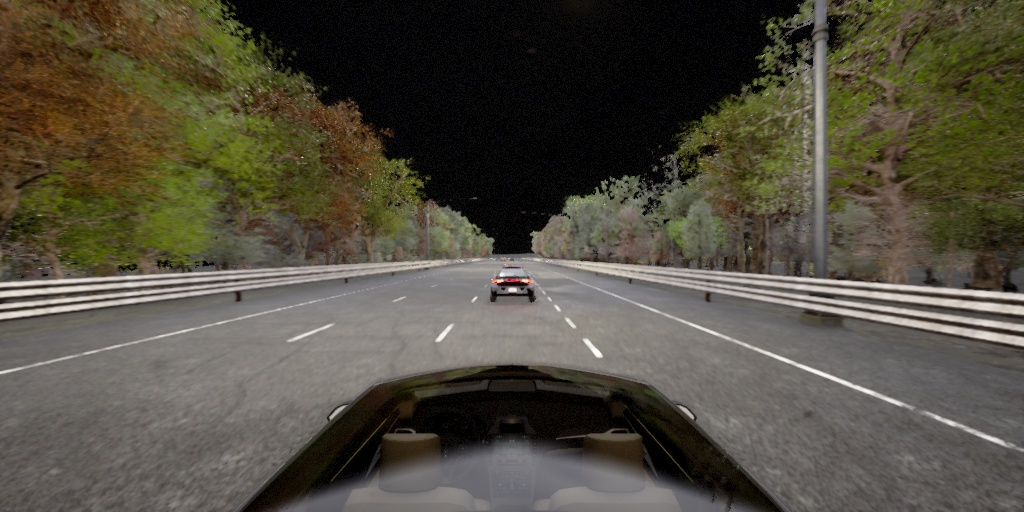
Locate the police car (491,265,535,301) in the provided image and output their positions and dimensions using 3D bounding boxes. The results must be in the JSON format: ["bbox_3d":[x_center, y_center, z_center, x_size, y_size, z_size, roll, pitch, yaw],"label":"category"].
[{"bbox_3d":[0.024,1.241,17.489,2.038,1.542,4.974,0,0,0],"label":"police car"}]
